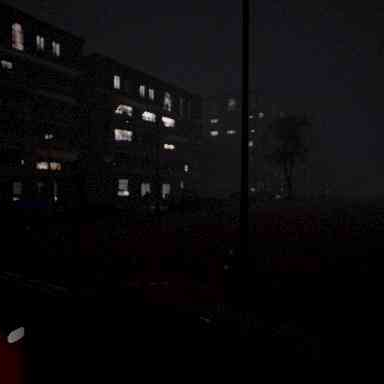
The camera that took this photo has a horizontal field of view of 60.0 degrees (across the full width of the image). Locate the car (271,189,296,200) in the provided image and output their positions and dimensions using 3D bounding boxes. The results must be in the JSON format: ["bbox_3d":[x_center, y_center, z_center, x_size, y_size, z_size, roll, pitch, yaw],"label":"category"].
[{"bbox_3d":[15.411,0.683,56.077,1.752,1.417,4.829,2,2,35],"label":"car"}]

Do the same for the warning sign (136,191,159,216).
[{"bbox_3d":[-3.325,0.858,25.013,1.300,1.860,1.060,-1,0,35],"label":"warning sign"}]

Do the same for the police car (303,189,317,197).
[{"bbox_3d":[27.393,0.199,76.838,1.930,1.638,5.238,0,1,32],"label":"police car"}]

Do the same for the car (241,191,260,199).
[{"bbox_3d":[11.517,0.537,65.154,1.752,1.417,4.829,2,2,35],"label":"car"}]

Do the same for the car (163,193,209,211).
[{"bbox_3d":[-0.585,1.140,33.077,1.887,1.381,4.507,2,2,35],"label":"car"}]

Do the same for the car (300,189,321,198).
[{"bbox_3d":[24.853,0.454,69.655,2.008,1.369,4.403,2,2,35],"label":"car"}]

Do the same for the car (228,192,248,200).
[{"bbox_3d":[8.434,0.661,60.723,1.947,1.339,4.313,2,2,35],"label":"car"}]

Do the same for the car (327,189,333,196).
[{"bbox_3d":[34.392,0.087,83.367,1.967,1.590,4.097,2,2,35],"label":"car"}]

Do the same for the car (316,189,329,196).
[{"bbox_3d":[33.317,0.077,85.013,1.801,1.575,5.366,1,1,35],"label":"car"}]

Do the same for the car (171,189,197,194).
[{"bbox_3d":[-1.270,0.659,42.237,2.150,2.045,5.566,1,1,35],"label":"car"}]

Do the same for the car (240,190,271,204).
[{"bbox_3d":[8.954,0.884,46.794,2.008,1.369,4.403,2,2,35],"label":"car"}]

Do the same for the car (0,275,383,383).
[{"bbox_3d":[-0.582,1.545,3.286,4.507,1.381,1.887,0,0,36],"label":"car"}]

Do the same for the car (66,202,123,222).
[{"bbox_3d":[-6.943,1.337,23.935,1.947,1.339,4.313,2,2,35],"label":"car"}]

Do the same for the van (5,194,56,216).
[{"bbox_3d":[-13.821,1.046,28.713,1.690,1.788,3.998,2,2,35],"label":"van"}]

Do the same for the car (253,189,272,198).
[{"bbox_3d":[14.796,0.238,69.861,2.192,1.841,5.009,2,2,35],"label":"car"}]

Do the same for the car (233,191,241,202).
[{"bbox_3d":[7.206,0.653,48.924,2.097,1.767,4.553,1,1,35],"label":"car"}]

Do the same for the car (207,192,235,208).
[{"bbox_3d":[2.595,1.058,37.649,2.008,1.369,4.403,2,2,35],"label":"car"}]

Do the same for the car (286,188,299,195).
[{"bbox_3d":[24.334,-0.018,83.576,2.192,1.841,5.009,2,2,35],"label":"car"}]

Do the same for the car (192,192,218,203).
[{"bbox_3d":[2.075,0.819,51.578,2.008,1.369,4.403,2,2,35],"label":"car"}]

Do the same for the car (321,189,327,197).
[{"bbox_3d":[28.032,0.368,74.225,2.008,1.369,4.403,2,2,35],"label":"car"}]
